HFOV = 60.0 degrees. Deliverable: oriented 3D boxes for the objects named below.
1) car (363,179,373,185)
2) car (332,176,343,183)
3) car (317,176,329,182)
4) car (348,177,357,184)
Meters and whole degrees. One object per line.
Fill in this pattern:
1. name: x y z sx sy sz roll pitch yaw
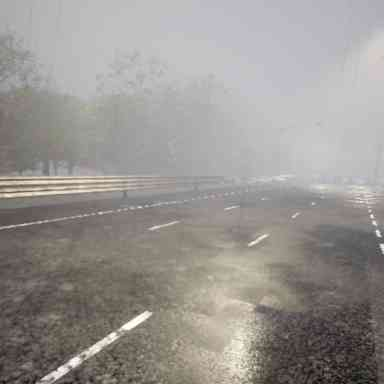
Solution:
1. car: 42.321 -2.411 79.634 2.033 1.411 5.357 5 5 26
2. car: 36.062 -3.027 82.707 1.837 1.490 4.892 5 5 26
3. car: 32.929 -3.275 84.248 2.033 1.411 5.357 5 5 26
4. car: 39.191 -2.714 81.171 2.128 1.511 4.902 5 5 26
